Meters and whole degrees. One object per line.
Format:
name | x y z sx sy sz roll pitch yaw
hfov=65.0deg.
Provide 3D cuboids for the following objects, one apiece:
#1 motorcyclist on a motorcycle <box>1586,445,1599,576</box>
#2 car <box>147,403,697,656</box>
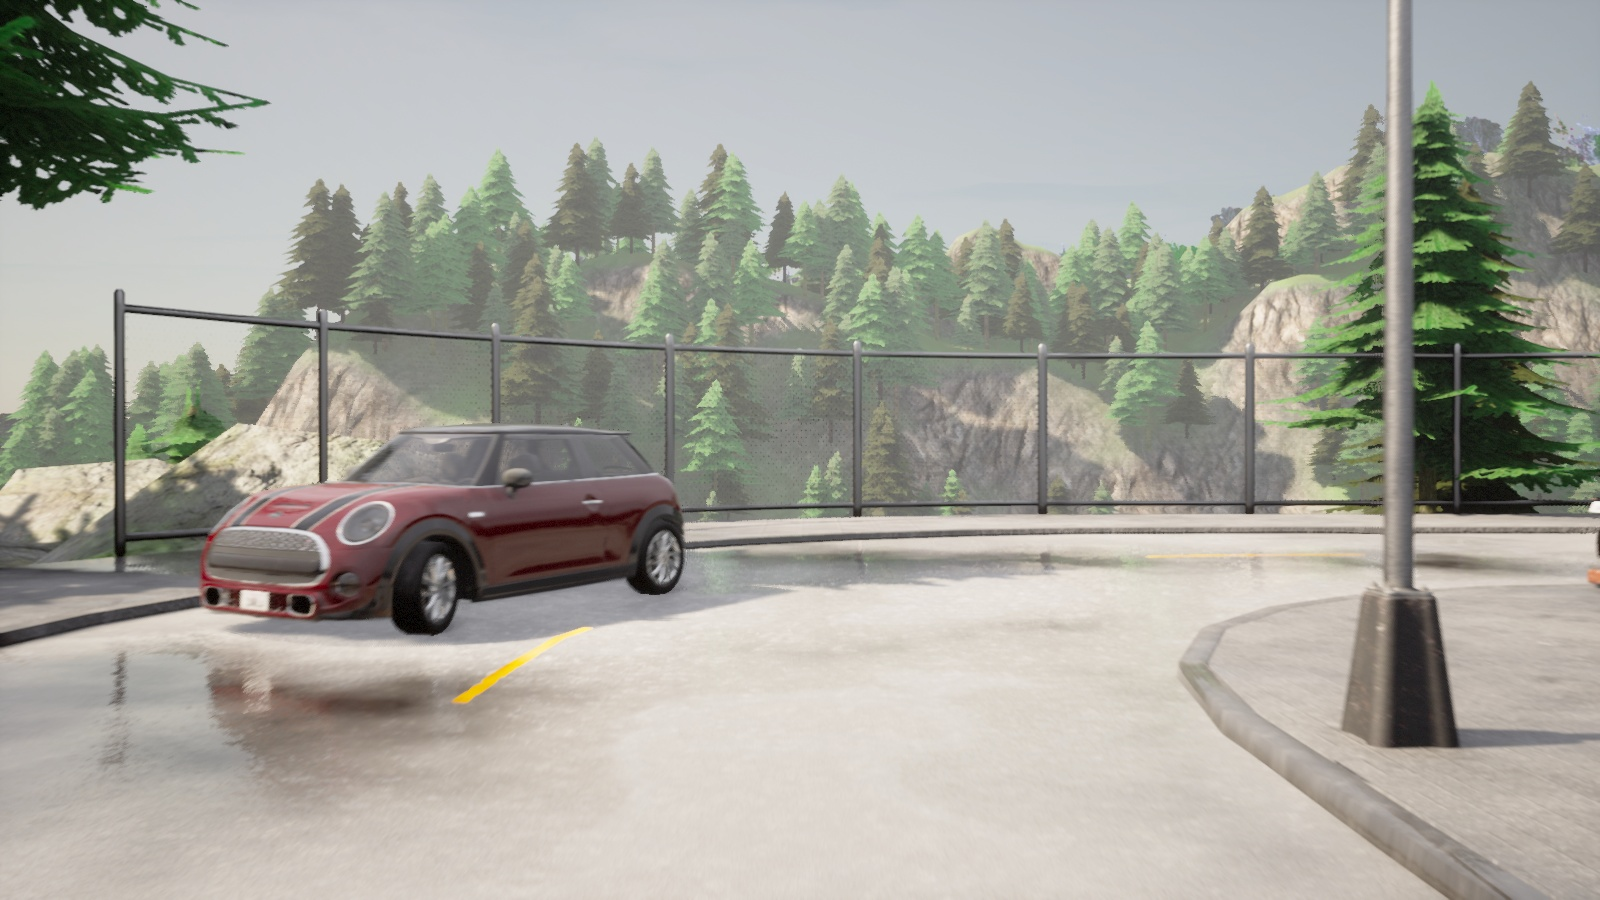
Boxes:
motorcyclist on a motorcycle | 10.422 0.708 14.466 2.191 1.530 0.866 0 1 0
car | -3.068 0.541 11.269 2.097 1.767 4.553 0 0 29
